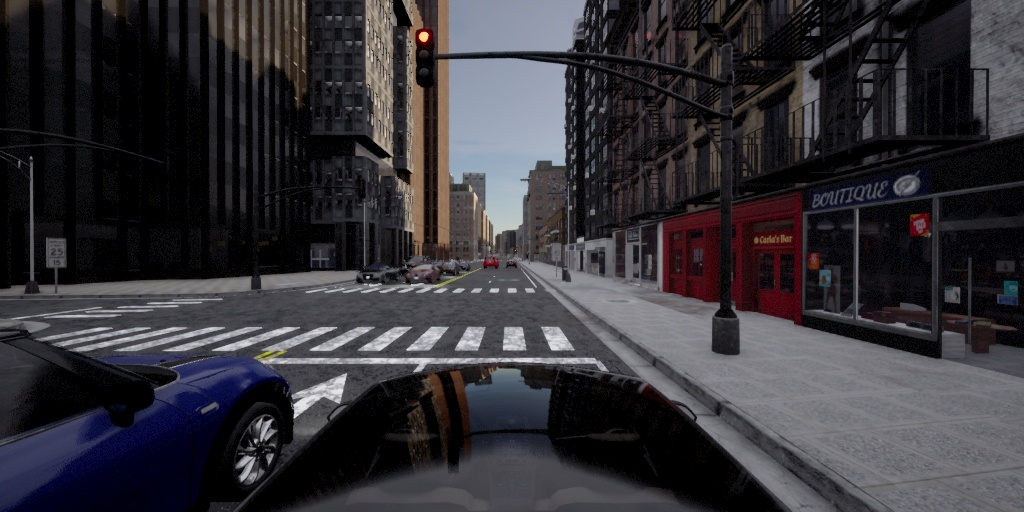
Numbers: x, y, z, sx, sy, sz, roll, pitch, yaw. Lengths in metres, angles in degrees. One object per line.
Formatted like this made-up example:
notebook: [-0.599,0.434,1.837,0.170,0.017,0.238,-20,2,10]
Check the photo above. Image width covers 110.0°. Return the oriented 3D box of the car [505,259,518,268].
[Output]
car: [-0.086,1.272,61.844,1.837,1.490,4.892,0,0,0]

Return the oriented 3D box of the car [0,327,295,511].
car: [-3.146,1.102,1.601,2.097,1.767,4.553,0,0,0]

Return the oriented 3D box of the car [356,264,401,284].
car: [-9.968,1.320,26.967,1.994,1.385,4.181,0,0,2]

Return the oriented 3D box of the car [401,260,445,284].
car: [-6.672,1.281,27.280,1.812,1.442,4.674,0,0,0]

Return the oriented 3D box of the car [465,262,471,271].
car: [-6.728,1.328,48.388,1.994,1.385,4.181,0,0,0]

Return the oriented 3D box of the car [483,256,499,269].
car: [-3.423,0.988,58.060,2.150,2.045,5.566,0,0,0]

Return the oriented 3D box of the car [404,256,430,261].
car: [-9.952,0.981,37.675,2.150,2.045,5.566,0,0,0]

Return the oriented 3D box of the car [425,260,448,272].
car: [-9.982,1.255,47.739,2.128,1.511,4.902,0,0,0]

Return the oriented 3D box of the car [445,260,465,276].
car: [-6.705,1.307,38.375,2.033,1.411,5.357,0,0,0]
